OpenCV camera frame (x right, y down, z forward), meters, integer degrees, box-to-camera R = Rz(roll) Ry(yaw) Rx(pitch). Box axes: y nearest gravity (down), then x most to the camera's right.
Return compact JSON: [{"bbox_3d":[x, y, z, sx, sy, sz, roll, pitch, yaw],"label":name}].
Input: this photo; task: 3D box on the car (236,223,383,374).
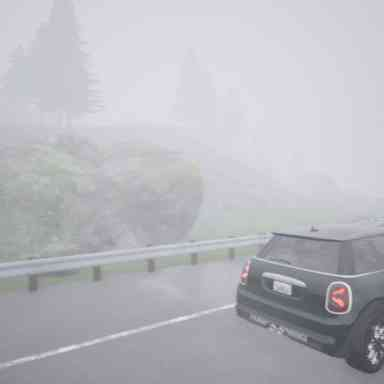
[{"bbox_3d":[2.967,1.347,5.874,4.553,1.767,2.097,0,0,-36],"label":"car"}]
